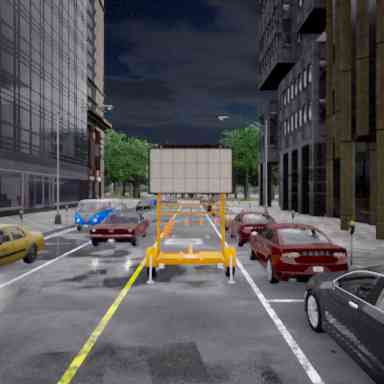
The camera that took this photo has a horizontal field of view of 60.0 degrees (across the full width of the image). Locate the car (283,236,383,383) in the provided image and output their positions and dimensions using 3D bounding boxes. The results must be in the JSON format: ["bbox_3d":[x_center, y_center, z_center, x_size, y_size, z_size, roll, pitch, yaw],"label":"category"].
[{"bbox_3d":[2.750,1.550,4.011,2.008,1.369,4.403,0,0,0],"label":"car"}]

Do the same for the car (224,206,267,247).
[{"bbox_3d":[2.715,1.542,14.886,1.887,1.381,4.507,0,0,0],"label":"car"}]

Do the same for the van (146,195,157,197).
[{"bbox_3d":[-5.918,1.340,47.484,1.690,1.788,3.998,0,0,0],"label":"van"}]

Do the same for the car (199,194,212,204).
[{"bbox_3d":[2.553,1.320,63.824,2.192,1.841,5.009,0,0,0],"label":"car"}]

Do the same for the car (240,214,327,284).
[{"bbox_3d":[2.732,1.543,9.449,1.887,1.381,4.507,0,0,0],"label":"car"}]

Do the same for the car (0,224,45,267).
[{"bbox_3d":[-5.792,1.524,9.251,1.752,1.417,4.829,0,0,0],"label":"car"}]

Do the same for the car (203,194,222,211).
[{"bbox_3d":[2.643,1.312,36.636,2.192,1.841,5.009,0,0,0],"label":"car"}]

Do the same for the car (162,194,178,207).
[{"bbox_3d":[-3.263,1.503,52.249,1.837,1.490,4.892,0,1,0],"label":"car"}]

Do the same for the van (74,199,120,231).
[{"bbox_3d":[-5.829,1.338,20.296,1.690,1.788,3.998,0,0,0],"label":"van"}]

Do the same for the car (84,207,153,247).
[{"bbox_3d":[-3.150,1.598,15.199,1.895,1.301,4.718,0,0,0],"label":"car"}]

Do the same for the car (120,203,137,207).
[{"bbox_3d":[-5.846,1.548,25.734,2.008,1.369,4.403,0,0,0],"label":"car"}]

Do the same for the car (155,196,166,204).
[{"bbox_3d":[-5.971,1.530,63.627,1.752,1.417,4.829,0,0,0],"label":"car"}]

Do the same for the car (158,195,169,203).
[{"bbox_3d":[-5.990,1.448,69.234,1.967,1.590,4.097,0,0,0],"label":"car"}]

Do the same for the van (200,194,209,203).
[{"bbox_3d":[2.535,1.349,69.262,1.690,1.788,3.998,0,0,0],"label":"van"}]

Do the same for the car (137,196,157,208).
[{"bbox_3d":[-5.900,1.564,42.046,1.947,1.339,4.313,0,0,0],"label":"car"}]

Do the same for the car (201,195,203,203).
[{"bbox_3d":[2.607,1.525,47.681,1.752,1.417,4.829,0,0,0],"label":"car"}]

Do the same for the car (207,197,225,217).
[{"bbox_3d":[2.660,1.522,31.369,1.752,1.417,4.829,0,0,0],"label":"car"}]

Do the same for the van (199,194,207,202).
[{"bbox_3d":[2.518,1.352,74.699,1.690,1.788,3.998,0,0,0],"label":"van"}]

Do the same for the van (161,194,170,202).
[{"bbox_3d":[-6.008,1.352,74.672,1.690,1.788,3.998,0,0,0],"label":"van"}]

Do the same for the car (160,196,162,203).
[{"bbox_3d":[-5.935,1.526,52.752,1.752,1.417,4.829,0,0,0],"label":"car"}]

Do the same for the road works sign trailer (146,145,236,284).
[{"bbox_3d":[-0.030,0.463,9.582,2.380,3.560,2.880,0,0,0],"label":"road works sign trailer"}]

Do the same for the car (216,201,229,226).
[{"bbox_3d":[2.696,1.522,20.494,1.752,1.417,4.829,0,0,0],"label":"car"}]
